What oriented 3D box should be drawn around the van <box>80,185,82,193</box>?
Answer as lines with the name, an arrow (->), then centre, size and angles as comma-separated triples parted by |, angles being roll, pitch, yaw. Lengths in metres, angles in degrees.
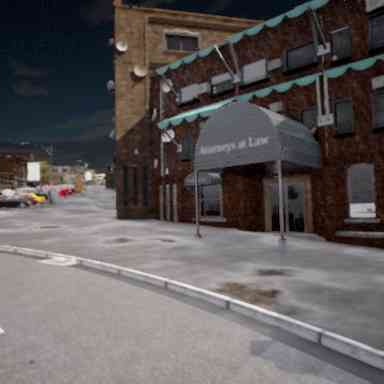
van -> -27.390, -0.588, 73.309 | 4.442, 1.987, 1.878 | -1, 3, -30

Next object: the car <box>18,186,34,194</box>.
car -> -35.201, -0.370, 70.718 | 1.837, 1.490, 4.892 | -1, 2, -10

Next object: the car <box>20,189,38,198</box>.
car -> -30.278, 0.165, 61.813 | 1.812, 1.442, 4.674 | -1, 2, -10

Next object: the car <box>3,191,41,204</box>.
car -> -21.307, 1.018, 40.446 | 4.674, 1.452, 2.002 | -1, 3, -30

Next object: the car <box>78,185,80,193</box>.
car -> -26.777, -0.367, 70.370 | 4.553, 1.767, 2.185 | -1, 2, -30

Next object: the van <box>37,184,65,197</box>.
van -> -24.126, 0.144, 55.344 | 4.442, 1.987, 1.878 | -1, 3, -30

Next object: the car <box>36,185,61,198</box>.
car -> -22.960, 0.361, 49.398 | 5.566, 2.045, 2.435 | -1, 3, -30

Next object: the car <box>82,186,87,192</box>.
car -> -28.903, -0.854, 82.379 | 4.553, 1.767, 2.185 | -1, 3, -30

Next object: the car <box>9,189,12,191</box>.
car -> -33.402, 0.218, 60.824 | 1.812, 1.442, 4.674 | -1, 2, -10

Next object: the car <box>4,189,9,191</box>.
car -> -27.052, 0.568, 44.551 | 2.150, 2.045, 5.566 | -1, 2, -10

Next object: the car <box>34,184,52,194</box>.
car -> -32.084, -0.683, 71.726 | 2.150, 2.045, 5.566 | -1, 2, -10

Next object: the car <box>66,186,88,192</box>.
car -> -29.499, -0.847, 85.367 | 4.892, 1.521, 2.231 | -1, 2, -30

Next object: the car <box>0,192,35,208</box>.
car -> -20.774, 1.101, 37.451 | 4.892, 1.521, 2.231 | -1, 2, -30

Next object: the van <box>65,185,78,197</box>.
van -> -26.105, -0.347, 67.446 | 4.442, 1.987, 1.878 | -1, 2, -30

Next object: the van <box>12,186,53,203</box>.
van -> -22.295, 0.507, 46.485 | 4.442, 1.987, 1.878 | -1, 2, -30
